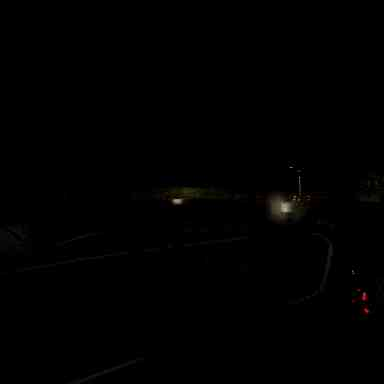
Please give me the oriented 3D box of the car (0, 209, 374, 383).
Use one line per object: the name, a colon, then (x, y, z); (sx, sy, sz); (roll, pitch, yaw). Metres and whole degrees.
car: (-0.882, 1.213, 2.424); (5.566, 2.045, 2.150); (0, 0, -36)
